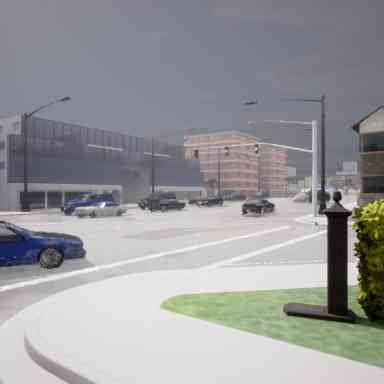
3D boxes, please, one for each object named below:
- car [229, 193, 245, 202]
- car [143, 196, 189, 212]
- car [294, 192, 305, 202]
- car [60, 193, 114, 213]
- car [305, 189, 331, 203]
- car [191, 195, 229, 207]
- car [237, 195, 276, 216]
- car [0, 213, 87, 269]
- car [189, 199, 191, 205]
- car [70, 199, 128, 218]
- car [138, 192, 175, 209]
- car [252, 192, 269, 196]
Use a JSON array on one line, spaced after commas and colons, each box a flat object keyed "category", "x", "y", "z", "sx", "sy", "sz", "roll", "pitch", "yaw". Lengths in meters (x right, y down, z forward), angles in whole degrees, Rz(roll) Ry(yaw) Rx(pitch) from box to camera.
[{"category": "car", "x": 7.544, "y": 0.901, "z": 58.079, "sx": 2.033, "sy": 1.411, "sz": 5.357, "roll": 0, "pitch": 1, "yaw": 35}, {"category": "car", "x": -2.826, "y": 1.493, "z": 37.210, "sx": 1.895, "sy": 1.301, "sz": 4.718, "roll": 0, "pitch": 1, "yaw": 35}, {"category": "car", "x": 18.206, "y": 0.806, "z": 54.655, "sx": 1.812, "sy": 1.442, "sz": 4.674, "roll": 0, "pitch": 1, "yaw": 35}, {"category": "car", "x": -10.120, "y": 1.171, "z": 32.903, "sx": 2.150, "sy": 2.045, "sz": 5.566, "roll": 0, "pitch": 0, "yaw": 35}, {"category": "car", "x": 19.246, "y": 0.569, "z": 50.063, "sx": 2.150, "sy": 2.045, "sz": 5.566, "roll": 0, "pitch": 1, "yaw": 35}, {"category": "car", "x": 2.443, "y": 1.217, "z": 44.727, "sx": 2.128, "sy": 1.511, "sz": 4.902, "roll": 0, "pitch": 1, "yaw": 35}, {"category": "car", "x": 6.419, "y": 1.388, "z": 31.754, "sx": 1.837, "sy": 1.490, "sz": 4.892, "roll": 0, "pitch": 1, "yaw": 35}, {"category": "car", "x": -5.944, "y": 1.548, "z": 9.642, "sx": 5.357, "sy": 1.411, "sz": 2.033, "roll": 0, "pitch": 0, "yaw": -28}, {"category": "car", "x": 1.423, "y": 1.247, "z": 49.370, "sx": 1.895, "sy": 1.301, "sz": 4.718, "roll": 0, "pitch": 2, "yaw": 35}, {"category": "car", "x": -8.083, "y": 1.555, "z": 29.706, "sx": 1.895, "sy": 1.301, "sz": 4.718, "roll": 0, "pitch": 0, "yaw": 35}, {"category": "car", "x": -4.180, "y": 1.072, "z": 41.378, "sx": 2.150, "sy": 2.045, "sz": 5.566, "roll": 0, "pitch": 1, "yaw": 36}, {"category": "car", "x": 13.714, "y": 0.733, "z": 66.763, "sx": 2.033, "sy": 1.411, "sz": 5.357, "roll": 0, "pitch": 0, "yaw": 36}]
